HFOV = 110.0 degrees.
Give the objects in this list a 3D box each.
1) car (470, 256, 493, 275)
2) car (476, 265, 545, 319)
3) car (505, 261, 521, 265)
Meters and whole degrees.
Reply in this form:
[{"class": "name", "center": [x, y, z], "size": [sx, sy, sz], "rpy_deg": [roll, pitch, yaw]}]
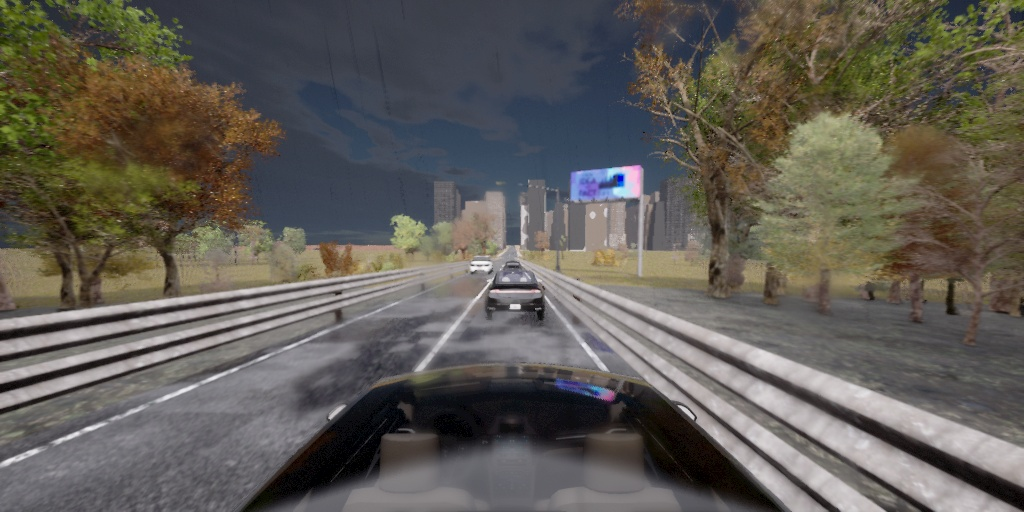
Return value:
[{"class": "car", "center": [-3.306, 0.962, 39.526], "size": [2.150, 2.045, 5.566], "rpy_deg": [0, 0, 0]}, {"class": "car", "center": [0.095, 1.238, 12.690], "size": [2.128, 1.511, 4.902], "rpy_deg": [0, 0, 0]}, {"class": "car", "center": [0.085, 1.245, 34.544], "size": [1.837, 1.490, 4.892], "rpy_deg": [0, 0, 0]}]
